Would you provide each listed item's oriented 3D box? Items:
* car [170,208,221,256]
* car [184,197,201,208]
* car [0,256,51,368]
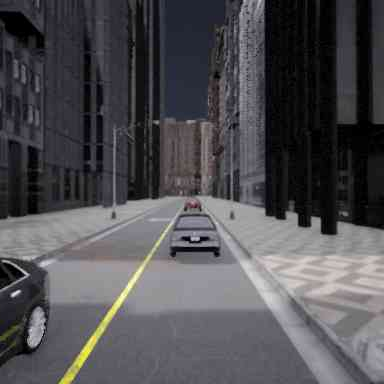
[{"bbox_3d":[0.104,1.572,13.281,2.033,1.411,5.357,0,0,0],"label":"car"},{"bbox_3d":[0.111,1.409,42.321,2.097,1.767,4.553,0,0,0],"label":"car"},{"bbox_3d":[-3.099,1.513,3.310,1.837,1.490,4.892,0,0,0],"label":"car"}]
